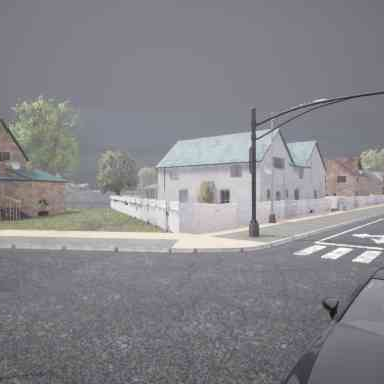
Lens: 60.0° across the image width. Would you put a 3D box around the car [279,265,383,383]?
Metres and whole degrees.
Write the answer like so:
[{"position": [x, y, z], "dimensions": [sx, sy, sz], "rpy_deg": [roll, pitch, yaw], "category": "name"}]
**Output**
[{"position": [2.506, 1.524, 3.367], "dimensions": [1.812, 1.442, 4.674], "rpy_deg": [0, 0, 41], "category": "car"}]
